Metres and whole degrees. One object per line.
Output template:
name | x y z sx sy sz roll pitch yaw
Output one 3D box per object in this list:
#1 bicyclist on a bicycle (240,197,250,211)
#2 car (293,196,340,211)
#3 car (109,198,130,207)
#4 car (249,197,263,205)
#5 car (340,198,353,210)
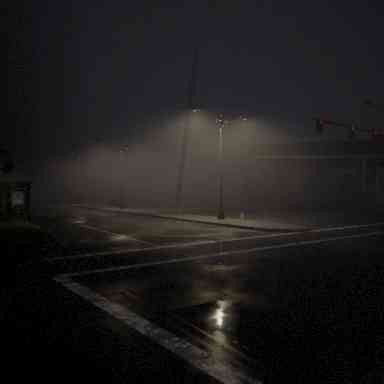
bicyclist on a bicycle | 6.271 1.430 39.743 1.656 1.620 0.582 -6 -7 -37
car | 13.850 1.295 38.107 2.242 1.667 4.611 0 0 -35
car | -11.145 1.564 50.702 1.994 1.385 4.181 0 0 -35
car | 12.006 1.562 61.131 1.994 1.385 4.181 0 0 29
car | 18.112 1.456 42.034 1.970 1.475 3.806 0 0 -35
